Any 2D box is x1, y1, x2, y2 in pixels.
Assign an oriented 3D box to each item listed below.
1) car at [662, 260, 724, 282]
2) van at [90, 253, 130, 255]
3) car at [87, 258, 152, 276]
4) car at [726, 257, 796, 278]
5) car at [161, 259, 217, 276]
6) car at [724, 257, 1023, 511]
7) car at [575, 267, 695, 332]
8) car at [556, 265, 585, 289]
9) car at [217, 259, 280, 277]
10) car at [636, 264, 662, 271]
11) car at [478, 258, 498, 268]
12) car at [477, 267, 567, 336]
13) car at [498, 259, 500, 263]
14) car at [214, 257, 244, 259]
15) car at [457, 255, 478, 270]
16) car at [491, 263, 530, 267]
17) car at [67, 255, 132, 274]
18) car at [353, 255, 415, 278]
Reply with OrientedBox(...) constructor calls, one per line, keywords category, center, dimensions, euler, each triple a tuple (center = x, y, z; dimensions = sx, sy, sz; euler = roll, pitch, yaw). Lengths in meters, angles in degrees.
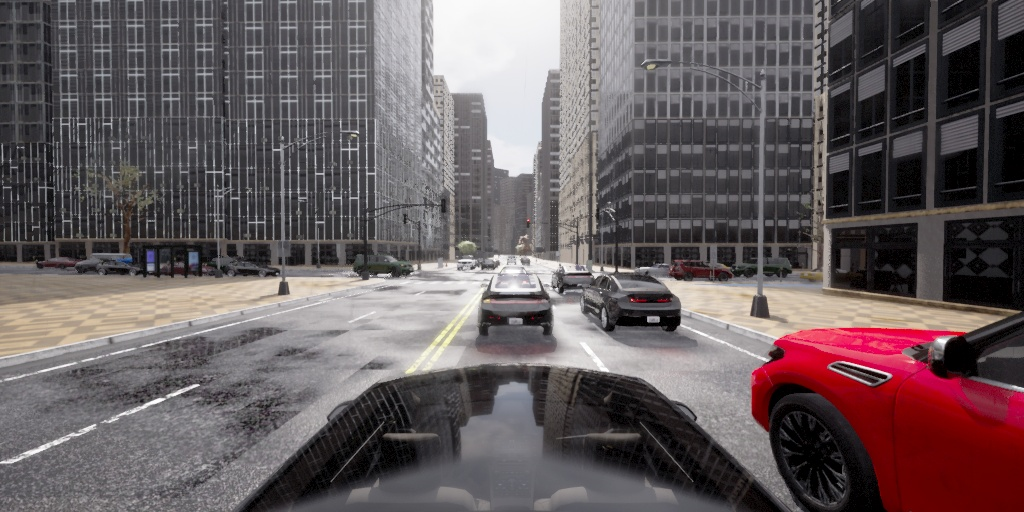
OrientedBox(category="car", center=(16.160, 1.269, 30.997), dimensions=(5.009, 1.841, 2.192), euler=(0, 0, 1))
OrientedBox(category="van", center=(-45.332, 0.605, 40.420), dimensions=(3.998, 1.789, 1.690), euler=(0, 0, 1))
OrientedBox(category="car", center=(-34.130, 1.069, 31.773), dimensions=(4.313, 1.339, 1.948), euler=(0, 0, 1))
OrientedBox(category="car", center=(25.359, 1.162, 36.621), dimensions=(5.566, 2.045, 2.150), euler=(1, 1, 1))
OrientedBox(category="car", center=(-28.450, 1.138, 31.606), dimensions=(4.207, 1.307, 1.802), euler=(0, 0, 1))
OrientedBox(category="car", center=(3.349, 0.971, 1.024), dimensions=(2.150, 2.045, 5.566), euler=(0, 0, 0))
OrientedBox(category="car", center=(3.339, 1.251, 10.888), dimensions=(1.837, 1.490, 4.892), euler=(0, 0, 0))
OrientedBox(category="car", center=(3.330, 1.232, 20.136), dimensions=(2.128, 1.511, 4.902), euler=(0, 0, 0))
OrientedBox(category="car", center=(-22.765, 1.174, 31.479), dimensions=(4.313, 1.339, 1.948), euler=(0, 0, 1))
OrientedBox(category="car", center=(15.059, 1.451, 36.779), dimensions=(4.718, 1.301, 1.895), euler=(0, 1, 0))
OrientedBox(category="car", center=(-3.397, 1.192, 52.166), dimensions=(1.882, 1.535, 5.008), euler=(0, 0, 0))
OrientedBox(category="car", center=(0.090, 1.238, 10.393), dimensions=(2.128, 1.511, 4.902), euler=(0, 0, 0))
OrientedBox(category="car", center=(-3.400, 1.267, 61.752), dimensions=(1.994, 1.385, 4.181), euler=(0, 0, 0))
OrientedBox(category="car", center=(-26.368, 0.882, 34.252), dimensions=(4.553, 1.767, 2.097), euler=(1, 1, 1))
OrientedBox(category="car", center=(-6.647, 0.935, 52.614), dimensions=(2.150, 2.045, 5.566), euler=(0, 0, 0))
OrientedBox(category="car", center=(0.080, 1.288, 20.128), dimensions=(2.033, 1.411, 5.357), euler=(0, 0, 0))
OrientedBox(category="car", center=(-39.153, 0.941, 34.505), dimensions=(4.674, 1.442, 1.812), euler=(0, 1, 2))
OrientedBox(category="car", center=(-11.881, 0.896, 33.279), dimensions=(5.566, 2.045, 2.150), euler=(1, 0, 11))
